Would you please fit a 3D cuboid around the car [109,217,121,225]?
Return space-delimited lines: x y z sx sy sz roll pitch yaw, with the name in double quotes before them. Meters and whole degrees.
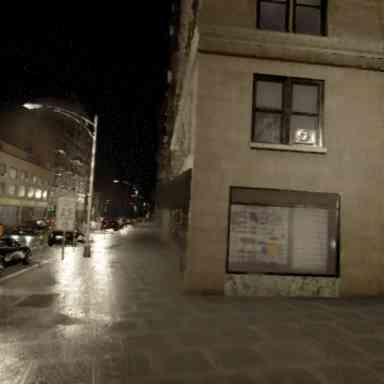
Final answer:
"car" -17.238 6.496 74.767 2.097 1.767 4.553 3 -5 -6

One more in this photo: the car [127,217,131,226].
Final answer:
"car" -13.048 5.900 62.151 1.887 1.381 4.507 3 -4 -6

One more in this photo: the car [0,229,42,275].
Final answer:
"car" -7.837 2.375 13.081 1.947 1.339 4.313 3 -4 -6

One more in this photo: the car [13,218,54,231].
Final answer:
"car" -15.938 3.490 33.218 2.033 1.411 5.357 3 -4 -6

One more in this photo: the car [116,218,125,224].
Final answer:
"car" -18.409 7.454 85.701 1.837 1.490 4.892 3 -5 -6

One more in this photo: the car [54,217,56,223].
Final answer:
"car" -19.777 4.238 44.930 1.802 1.307 4.206 3 -4 -6

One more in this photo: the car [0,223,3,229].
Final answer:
"car" -14.832 2.670 22.764 1.882 1.535 5.008 3 -4 -6

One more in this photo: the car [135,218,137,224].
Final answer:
"car" -14.782 7.005 78.513 1.967 1.590 4.097 3 -5 -6

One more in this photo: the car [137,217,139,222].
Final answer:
"car" -15.963 7.915 89.578 1.752 1.417 4.829 3 -5 -6

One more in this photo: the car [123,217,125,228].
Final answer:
"car" -11.906 5.094 51.418 1.752 1.417 4.829 3 -4 -6

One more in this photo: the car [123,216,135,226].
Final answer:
"car" -14.202 6.601 73.061 1.967 1.590 4.097 3 -4 -6

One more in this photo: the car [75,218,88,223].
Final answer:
"car" -22.093 5.800 66.739 1.887 1.381 4.507 3 -4 -6

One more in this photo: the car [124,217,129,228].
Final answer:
"car" -12.469 5.506 56.698 2.008 1.369 4.403 3 -4 -6

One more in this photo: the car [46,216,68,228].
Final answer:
"car" -20.351 4.494 50.393 1.967 1.590 4.097 3 -4 -6

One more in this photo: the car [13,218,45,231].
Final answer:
"car" -19.178 3.774 39.313 1.752 1.417 4.829 3 -4 -6

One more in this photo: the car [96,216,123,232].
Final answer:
"car" -11.299 4.474 45.814 2.192 1.841 5.009 3 -4 -6

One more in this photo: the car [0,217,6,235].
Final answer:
"car" -18.034 2.916 28.585 1.967 1.590 4.097 3 -4 -6

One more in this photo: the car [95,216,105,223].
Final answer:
"car" -24.407 7.316 88.552 1.967 1.590 4.097 3 -5 -6

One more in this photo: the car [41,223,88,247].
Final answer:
"car" -8.994 3.153 23.986 1.947 1.339 4.313 3 -4 -6
